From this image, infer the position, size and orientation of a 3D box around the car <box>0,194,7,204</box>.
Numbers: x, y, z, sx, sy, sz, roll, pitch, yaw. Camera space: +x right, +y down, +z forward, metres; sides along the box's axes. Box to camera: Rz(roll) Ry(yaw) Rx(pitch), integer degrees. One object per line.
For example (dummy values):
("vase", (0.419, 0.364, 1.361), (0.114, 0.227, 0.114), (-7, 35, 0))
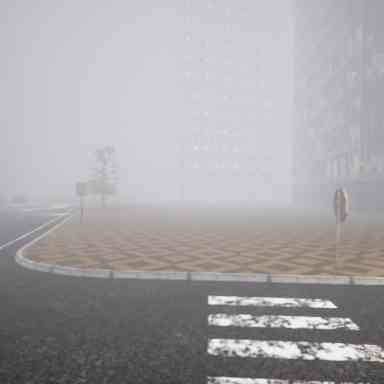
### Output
("car", (-28.231, 0.980, 47.930), (1.994, 1.385, 4.181), (1, 0, -16))

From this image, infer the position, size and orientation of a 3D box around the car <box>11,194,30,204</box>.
("car", (-25.112, 1.037, 48.840), (1.994, 1.385, 4.181), (1, 0, -16))
